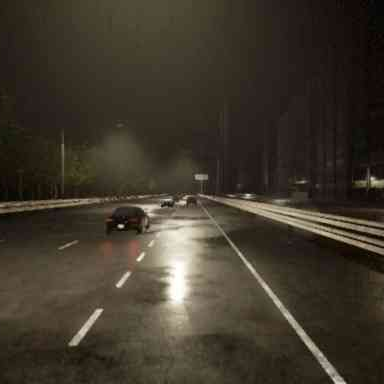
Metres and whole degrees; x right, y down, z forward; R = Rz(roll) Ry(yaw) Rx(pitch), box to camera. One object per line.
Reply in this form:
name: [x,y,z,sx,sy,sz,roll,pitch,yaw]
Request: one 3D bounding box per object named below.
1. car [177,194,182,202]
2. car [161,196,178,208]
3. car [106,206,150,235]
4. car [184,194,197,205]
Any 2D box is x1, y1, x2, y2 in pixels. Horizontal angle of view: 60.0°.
car: [-3.823,1.646,76.805,1.837,1.490,4.892,0,0,0]
car: [-3.647,1.670,50.798,1.895,1.301,4.718,0,0,0]
car: [-3.526,1.536,18.774,1.812,1.442,4.674,0,0,0]
car: [-0.104,1.599,60.563,1.837,1.490,4.892,0,0,0]
